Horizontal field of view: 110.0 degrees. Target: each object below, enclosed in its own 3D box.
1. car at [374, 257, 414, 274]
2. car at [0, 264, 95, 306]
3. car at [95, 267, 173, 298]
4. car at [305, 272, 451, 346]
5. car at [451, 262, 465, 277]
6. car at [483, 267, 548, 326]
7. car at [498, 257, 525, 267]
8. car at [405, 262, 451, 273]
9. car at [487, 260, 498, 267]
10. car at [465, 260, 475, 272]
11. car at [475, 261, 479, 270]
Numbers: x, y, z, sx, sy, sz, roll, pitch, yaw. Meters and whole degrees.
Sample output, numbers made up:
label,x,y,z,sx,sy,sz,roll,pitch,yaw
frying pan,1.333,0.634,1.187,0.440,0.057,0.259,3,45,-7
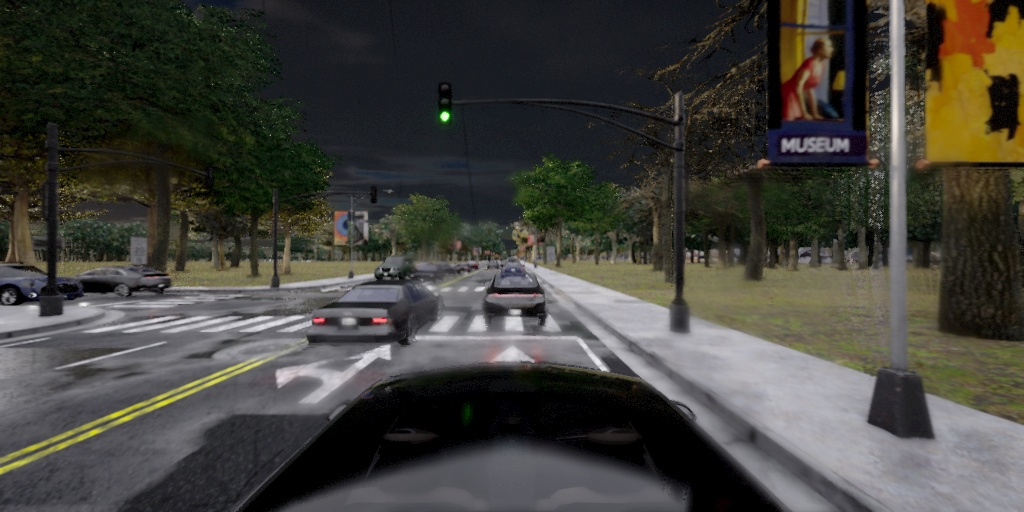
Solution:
label,x,y,z,sx,sy,sz,roll,pitch,yaw
car,-9.837,1.080,30.705,2.150,2.045,5.566,0,0,0
car,-21.245,1.129,15.154,4.553,1.767,2.097,0,0,0
car,-20.057,1.284,18.057,4.902,1.511,2.128,0,0,1
car,-3.150,1.325,9.430,2.033,1.411,5.357,0,0,0
car,-6.596,1.491,38.498,1.895,1.301,4.718,0,0,0
car,0.099,1.279,11.862,2.128,1.511,4.902,0,0,0
car,0.098,1.219,32.945,2.097,1.767,4.553,0,0,0
car,-6.600,1.398,28.909,2.033,1.411,5.357,0,0,0
car,-3.231,1.490,62.130,2.128,1.511,4.902,0,0,0
car,-6.564,1.498,48.509,1.994,1.385,4.181,0,0,1
car,-6.504,1.459,58.762,1.882,1.535,5.008,0,0,0
